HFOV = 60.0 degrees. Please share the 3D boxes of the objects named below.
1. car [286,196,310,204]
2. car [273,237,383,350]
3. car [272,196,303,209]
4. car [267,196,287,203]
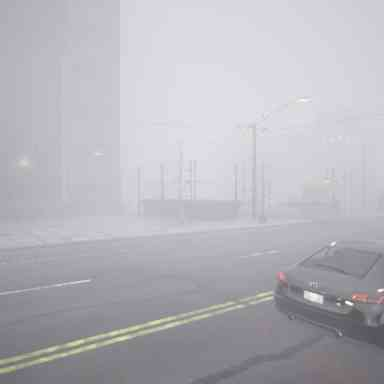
[{"bbox_3d":[20.257,1.480,63.772,4.674,1.452,2.002,0,0,-36],"label":"car"},{"bbox_3d":[3.481,1.571,6.229,4.181,1.385,1.994,0,0,-36],"label":"car"},{"bbox_3d":[13.344,1.296,44.712,4.553,1.767,2.185,0,0,-36],"label":"car"},{"bbox_3d":[17.351,1.513,67.774,3.806,1.475,1.970,0,0,-36],"label":"car"}]
